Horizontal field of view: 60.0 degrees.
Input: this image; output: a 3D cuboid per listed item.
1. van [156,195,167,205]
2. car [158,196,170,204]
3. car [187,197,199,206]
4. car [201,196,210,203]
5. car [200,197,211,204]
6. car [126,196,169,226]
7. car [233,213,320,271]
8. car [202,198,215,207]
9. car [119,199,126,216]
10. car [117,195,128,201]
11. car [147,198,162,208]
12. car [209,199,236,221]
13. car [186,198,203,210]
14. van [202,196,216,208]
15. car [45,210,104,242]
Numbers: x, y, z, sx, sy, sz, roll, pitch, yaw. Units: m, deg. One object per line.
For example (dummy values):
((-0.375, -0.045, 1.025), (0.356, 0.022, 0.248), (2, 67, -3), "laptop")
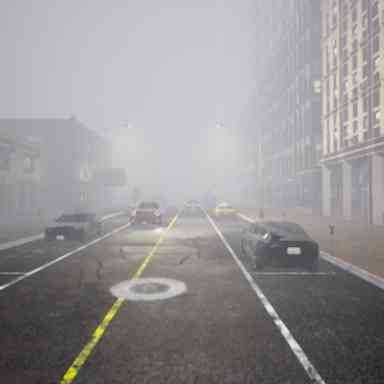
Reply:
((-5.625, 1.459, 61.671), (1.690, 1.788, 3.998), (1, 0, 0), "van")
((-5.622, 1.569, 67.315), (1.967, 1.590, 4.097), (1, 0, 0), "car")
((0.146, 1.675, 58.417), (1.994, 1.385, 4.181), (0, 0, 0), "car")
((2.899, 1.666, 73.067), (1.752, 1.417, 4.829), (1, 0, 0), "car")
((2.723, 1.695, 67.254), (1.947, 1.339, 4.313), (1, 0, 0), "car")
((-3.010, 1.395, 23.569), (2.097, 1.767, 4.553), (0, 0, 1), "car")
((2.676, 1.587, 10.813), (1.947, 1.339, 4.313), (1, 0, 0), "car")
((2.713, 1.673, 55.965), (1.947, 1.339, 4.313), (1, 0, 0), "car")
((-5.652, 1.613, 33.450), (2.008, 1.369, 4.403), (1, 0, 0), "car")
((-19.455, 1.590, 87.615), (5.009, 1.841, 2.192), (-1, 0, 1), "car")
((-5.638, 1.677, 50.383), (1.802, 1.307, 4.206), (1, 0, 0), "car")
((2.691, 1.578, 27.915), (1.752, 1.417, 4.829), (1, 0, 0), "car")
((0.135, 1.682, 43.163), (1.895, 1.301, 4.718), (0, 0, 0), "car")
((2.712, 1.437, 50.321), (1.690, 1.788, 3.998), (1, 0, 0), "van")
((-5.666, 1.597, 16.518), (1.947, 1.339, 4.313), (1, 0, 0), "car")
